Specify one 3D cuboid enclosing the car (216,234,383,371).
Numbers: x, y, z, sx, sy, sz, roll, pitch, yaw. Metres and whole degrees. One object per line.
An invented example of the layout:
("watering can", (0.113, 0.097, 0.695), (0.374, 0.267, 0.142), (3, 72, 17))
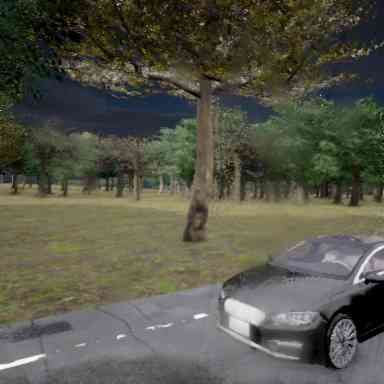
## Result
("car", (2.634, 1.551, 5.843), (4.902, 1.511, 2.128), (1, 0, -35))
